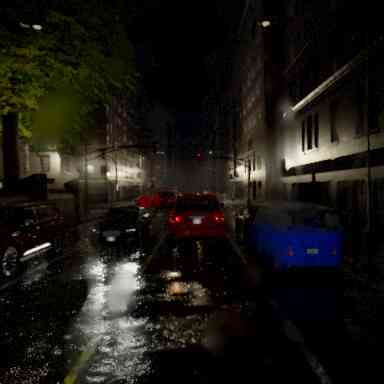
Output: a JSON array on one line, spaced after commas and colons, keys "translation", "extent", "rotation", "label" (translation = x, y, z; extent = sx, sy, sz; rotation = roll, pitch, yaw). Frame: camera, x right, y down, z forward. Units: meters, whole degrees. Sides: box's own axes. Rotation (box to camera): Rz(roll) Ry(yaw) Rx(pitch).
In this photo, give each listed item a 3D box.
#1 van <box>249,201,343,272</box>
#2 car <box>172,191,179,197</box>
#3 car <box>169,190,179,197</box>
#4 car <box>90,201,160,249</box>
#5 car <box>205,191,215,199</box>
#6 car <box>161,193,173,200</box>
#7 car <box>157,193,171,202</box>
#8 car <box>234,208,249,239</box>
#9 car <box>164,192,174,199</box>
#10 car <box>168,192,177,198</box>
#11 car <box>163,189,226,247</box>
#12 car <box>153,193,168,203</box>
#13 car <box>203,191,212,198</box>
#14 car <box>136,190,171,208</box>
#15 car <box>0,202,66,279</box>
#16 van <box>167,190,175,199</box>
[{"translation": [2.975, 1.195, 9.986], "extent": [1.690, 1.788, 3.998], "rotation": [-1, 1, 1], "label": "van"}, {"translation": [-4.543, 0.546, 91.717], "extent": [1.752, 1.417, 4.829], "rotation": [-1, 1, 1], "label": "car"}, {"translation": [-4.611, 0.391, 86.434], "extent": [2.192, 1.841, 5.009], "rotation": [-1, 1, 1], "label": "car"}, {"translation": [-2.828, 1.366, 14.146], "extent": [2.128, 1.511, 4.902], "rotation": [-1, 1, 1], "label": "car"}, {"translation": [3.714, 0.596, 70.016], "extent": [1.967, 1.590, 4.097], "rotation": [-1, 1, 1], "label": "car"}, {"translation": [-4.875, 0.859, 64.637], "extent": [1.887, 1.381, 4.507], "rotation": [-1, 1, 1], "label": "car"}, {"translation": [-4.942, 0.926, 59.186], "extent": [2.008, 1.369, 4.403], "rotation": [-1, 1, 1], "label": "car"}, {"translation": [3.048, 1.355, 15.648], "extent": [1.947, 1.339, 4.313], "rotation": [-1, 1, 1], "label": "car"}, {"translation": [-4.808, 0.798, 70.087], "extent": [1.887, 1.381, 4.507], "rotation": [-1, 1, 1], "label": "car"}, {"translation": [-4.674, 0.685, 80.987], "extent": [2.008, 1.369, 4.403], "rotation": [-1, 1, 1], "label": "car"}, {"translation": [0.227, 1.061, 14.277], "extent": [2.150, 2.045, 5.566], "rotation": [-1, 1, 1], "label": "car"}, {"translation": [-5.012, 0.965, 53.567], "extent": [1.752, 1.417, 4.829], "rotation": [-1, 1, 1], "label": "car"}, {"translation": [3.850, 0.588, 80.912], "extent": [2.008, 1.369, 4.403], "rotation": [-1, 1, 1], "label": "car"}, {"translation": [-3.670, 0.883, 33.250], "extent": [2.150, 2.045, 5.566], "rotation": [0, 1, -35], "label": "car"}, {"translation": [-5.549, 1.266, 10.052], "extent": [2.192, 1.841, 5.009], "rotation": [-1, 1, 1], "label": "car"}, {"translation": [-4.744, 0.535, 75.535], "extent": [1.690, 1.788, 3.998], "rotation": [-1, 1, 1], "label": "van"}]
